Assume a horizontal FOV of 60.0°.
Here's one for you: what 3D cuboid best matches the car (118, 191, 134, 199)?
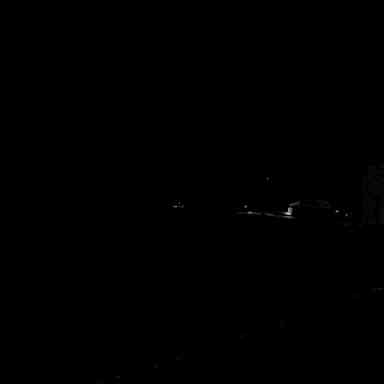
[{"bbox_3d":[-12.267,0.620,61.393,1.812,1.442,4.674,1,1,-35],"label":"car"}]

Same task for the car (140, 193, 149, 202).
[{"bbox_3d":[-6.746,0.813,53.517,1.994,1.385,4.181,1,1,-34],"label":"car"}]

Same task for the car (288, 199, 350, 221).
[{"bbox_3d":[9.458,1.280,25.087,1.812,1.442,4.674,1,1,-35],"label":"car"}]

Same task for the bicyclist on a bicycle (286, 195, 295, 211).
[{"bbox_3d":[10.264,1.131,34.393,1.656,1.620,0.582,0,1,-35],"label":"bicyclist on a bicycle"}]

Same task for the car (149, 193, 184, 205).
[{"bbox_3d":[-3.025,0.944,43.064,2.033,1.411,5.357,1,1,-35],"label":"car"}]

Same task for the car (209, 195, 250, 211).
[{"bbox_3d":[3.669,1.079,33.421,2.128,1.511,4.902,1,1,-35],"label":"car"}]
